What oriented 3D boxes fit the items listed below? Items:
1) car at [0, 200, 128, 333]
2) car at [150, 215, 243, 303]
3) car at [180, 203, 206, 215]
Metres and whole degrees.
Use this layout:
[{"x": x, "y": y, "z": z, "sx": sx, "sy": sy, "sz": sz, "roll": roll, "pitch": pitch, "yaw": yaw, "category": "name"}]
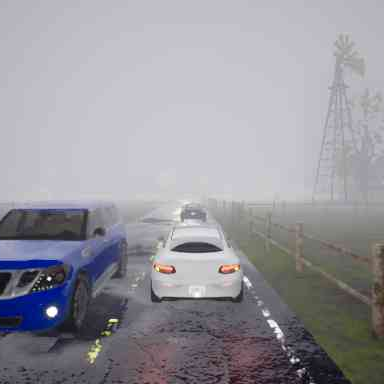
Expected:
[{"x": -2.846, "y": 1.221, "z": 7.131, "sx": 2.150, "sy": 2.045, "sz": 5.566, "roll": 0, "pitch": 0, "yaw": 0, "category": "car"}, {"x": 0.095, "y": 1.525, "z": 8.079, "sx": 1.812, "sy": 1.442, "sz": 4.674, "roll": 0, "pitch": 0, "yaw": 0, "category": "car"}, {"x": 0.099, "y": 1.559, "z": 26.384, "sx": 1.994, "sy": 1.385, "sz": 4.181, "roll": 0, "pitch": 0, "yaw": 0, "category": "car"}]
